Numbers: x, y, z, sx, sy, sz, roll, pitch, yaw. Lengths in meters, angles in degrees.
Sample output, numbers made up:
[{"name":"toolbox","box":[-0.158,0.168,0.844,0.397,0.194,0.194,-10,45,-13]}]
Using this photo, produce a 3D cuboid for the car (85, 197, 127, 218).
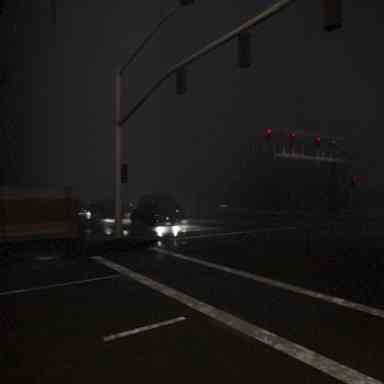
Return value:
[{"name":"car","box":[-7.883,1.476,30.696,1.882,1.535,5.008,0,0,-36]}]

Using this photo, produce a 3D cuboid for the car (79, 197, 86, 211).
[{"name":"car","box":[-13.310,1.524,38.268,1.812,1.442,4.674,0,0,-36]}]

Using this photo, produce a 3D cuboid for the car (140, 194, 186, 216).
[{"name":"car","box":[-2.812,1.220,29.638,2.150,2.045,5.566,0,0,-36]}]

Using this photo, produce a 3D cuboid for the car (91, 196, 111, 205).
[{"name":"car","box":[-16.896,1.474,61.564,1.882,1.535,5.008,0,0,-36]}]

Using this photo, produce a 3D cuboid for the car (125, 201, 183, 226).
[{"name":"car","box":[-2.785,1.562,23.591,1.994,1.385,4.181,0,0,-35]}]
